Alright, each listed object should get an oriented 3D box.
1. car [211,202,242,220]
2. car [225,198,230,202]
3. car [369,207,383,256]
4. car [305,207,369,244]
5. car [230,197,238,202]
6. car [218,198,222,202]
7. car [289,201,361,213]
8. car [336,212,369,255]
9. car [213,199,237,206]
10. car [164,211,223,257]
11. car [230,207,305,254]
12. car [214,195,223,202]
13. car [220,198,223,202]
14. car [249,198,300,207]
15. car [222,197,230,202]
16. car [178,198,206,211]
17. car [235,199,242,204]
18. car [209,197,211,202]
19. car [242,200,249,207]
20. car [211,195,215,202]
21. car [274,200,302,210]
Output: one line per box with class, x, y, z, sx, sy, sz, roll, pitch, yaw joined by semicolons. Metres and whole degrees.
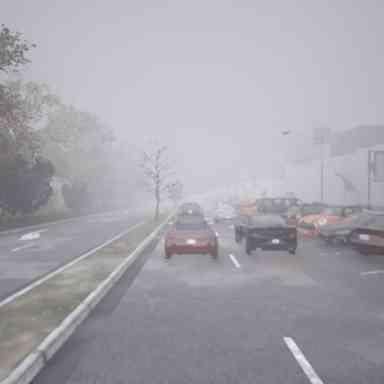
car;2.884;1.832;28.913;1.812;1.442;4.674;0;-1;0
car;7.815;2.100;48.135;5.008;1.535;2.097;1;-1;-20
car;8.075;1.322;9.143;5.566;2.045;2.435;1;-1;-20
car;8.021;1.632;15.128;4.892;1.521;2.231;1;0;-20
car;7.854;1.696;39.120;5.566;2.045;2.435;1;-1;-20
car;7.778;2.305;60.159;4.792;1.488;2.163;1;-1;-20
car;8.029;1.537;18.139;4.553;1.767;2.185;1;0;-20
car;8.056;1.631;12.143;4.792;1.488;2.163;1;-1;-20
car;7.820;2.400;78.233;5.366;1.575;1.946;1;0;-20
car;-0.029;1.692;13.466;1.994;1.385;4.181;0;0;0
car;2.972;1.612;14.237;1.882;1.535;5.008;0;0;0
car;7.764;2.059;63.161;5.566;2.045;2.435;1;-1;-20
car;7.773;2.281;57.134;4.674;1.452;2.002;1;0;-20
car;7.971;1.518;27.152;5.566;2.045;2.435;1;-1;-20
car;7.820;2.070;54.148;4.553;1.767;2.185;1;-1;-20
car;-0.117;1.652;28.381;2.097;1.767;4.553;0;-1;0
car;7.718;1.892;36.064;5.366;1.575;1.946;1;-1;-20
car;7.588;2.440;84.155;4.792;1.488;2.163;1;0;-20
car;8.082;1.854;33.200;5.366;1.575;1.946;1;-1;-20
car;7.661;2.129;72.140;5.566;2.045;2.435;1;0;-20
car;7.949;1.568;21.124;4.553;1.767;2.185;1;-1;-20
